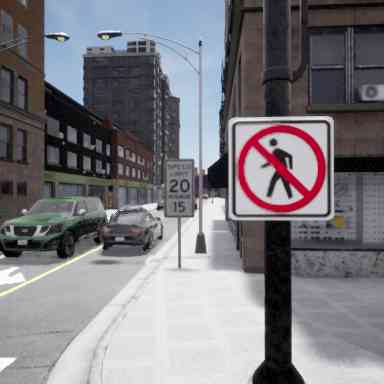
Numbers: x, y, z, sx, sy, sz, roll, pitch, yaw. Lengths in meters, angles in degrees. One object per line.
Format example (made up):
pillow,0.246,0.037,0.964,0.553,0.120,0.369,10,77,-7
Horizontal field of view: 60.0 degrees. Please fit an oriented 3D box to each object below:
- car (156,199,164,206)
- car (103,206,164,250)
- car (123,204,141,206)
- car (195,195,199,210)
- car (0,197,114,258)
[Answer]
car,-3.121,1.580,40.798,2.033,1.411,5.357,0,0,4
car,-2.402,1.520,14.158,1.812,1.442,4.674,0,0,4
car,-4.345,1.574,23.716,1.994,1.385,4.181,0,0,4
car,-0.376,1.252,43.448,2.150,2.045,5.566,0,0,4
car,-5.084,1.221,13.108,2.150,2.045,5.566,0,0,4
